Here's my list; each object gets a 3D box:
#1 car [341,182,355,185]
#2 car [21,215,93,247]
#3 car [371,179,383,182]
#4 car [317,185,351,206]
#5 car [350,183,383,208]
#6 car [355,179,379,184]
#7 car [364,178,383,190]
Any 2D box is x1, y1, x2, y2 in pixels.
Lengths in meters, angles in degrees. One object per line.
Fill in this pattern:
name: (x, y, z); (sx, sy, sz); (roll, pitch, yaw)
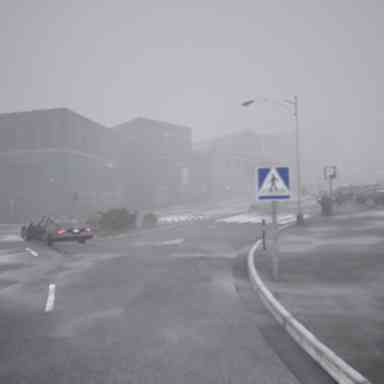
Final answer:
car: (19.098, -0.427, 40.233); (5.008, 1.535, 1.882); (-6, 2, -44)
car: (-6.884, 1.849, 16.690); (2.033, 1.411, 5.357); (2, -3, -43)
car: (18.883, -0.186, 28.925); (5.366, 1.575, 1.946); (-4, 2, 26)
car: (13.028, 0.439, 29.754); (4.718, 1.301, 1.895); (-6, 1, -45)
car: (14.688, 0.277, 24.625); (4.892, 1.521, 2.231); (-4, 2, 26)
car: (20.355, -0.445, 36.931); (4.892, 1.490, 1.837); (-7, 2, -44)
car: (26.765, -1.185, 47.813); (5.357, 1.411, 2.033); (-6, 2, -44)
